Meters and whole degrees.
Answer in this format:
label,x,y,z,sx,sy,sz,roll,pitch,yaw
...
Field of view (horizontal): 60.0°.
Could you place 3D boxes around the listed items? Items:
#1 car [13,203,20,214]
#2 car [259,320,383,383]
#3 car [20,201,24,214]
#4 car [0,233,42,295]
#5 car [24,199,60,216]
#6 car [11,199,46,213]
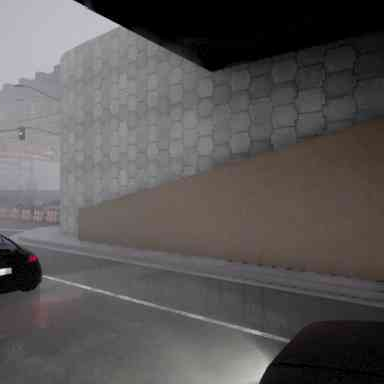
label,x,y,z,sx,sy,sz,roll,pitch,yaw
car,-15.799,1.453,32.400,2.038,1.542,4.974,0,0,-9
car,3.041,1.547,1.819,5.357,1.411,2.033,0,0,36
car,-12.110,1.453,29.638,4.974,1.542,2.038,0,0,1
car,-5.394,1.564,7.809,4.181,1.385,1.994,0,0,36
car,-12.058,1.295,29.638,4.536,1.218,1.853,0,0,1
car,-15.808,1.295,32.451,1.853,1.218,4.536,0,0,-9
